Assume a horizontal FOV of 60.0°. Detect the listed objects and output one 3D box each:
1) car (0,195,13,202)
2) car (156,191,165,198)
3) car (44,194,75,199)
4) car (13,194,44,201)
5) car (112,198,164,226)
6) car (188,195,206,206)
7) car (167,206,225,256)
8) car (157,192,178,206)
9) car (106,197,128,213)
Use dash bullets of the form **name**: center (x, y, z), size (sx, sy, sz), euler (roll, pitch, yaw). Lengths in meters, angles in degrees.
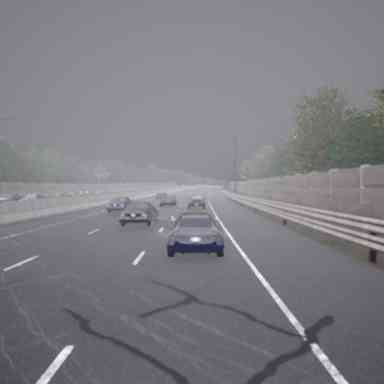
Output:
- **car**: center (-23.867, 1.047, 44.003), size (2.033, 1.411, 5.357), euler (0, 1, 2)
- **car**: center (-5.515, 0.632, 61.533), size (2.128, 1.511, 4.902), euler (0, 1, 3)
- **car**: center (-16.880, 0.975, 43.598), size (2.128, 1.511, 4.902), euler (0, 1, 2)
- **car**: center (-20.419, 1.032, 42.783), size (1.812, 1.442, 4.674), euler (0, 1, 2)
- **car**: center (-3.278, 1.328, 21.254), size (2.033, 1.411, 5.357), euler (0, 1, 1)
- **car**: center (0.551, 1.058, 36.797), size (1.812, 1.442, 4.674), euler (0, 1, 2)
- **car**: center (0.131, 1.457, 12.658), size (1.994, 1.385, 4.181), euler (0, 1, 0)
- **car**: center (-2.809, 1.034, 41.469), size (1.994, 1.385, 4.181), euler (0, 1, 2)
- **car**: center (-6.604, 1.187, 31.356), size (2.033, 1.411, 5.357), euler (0, 1, 1)
